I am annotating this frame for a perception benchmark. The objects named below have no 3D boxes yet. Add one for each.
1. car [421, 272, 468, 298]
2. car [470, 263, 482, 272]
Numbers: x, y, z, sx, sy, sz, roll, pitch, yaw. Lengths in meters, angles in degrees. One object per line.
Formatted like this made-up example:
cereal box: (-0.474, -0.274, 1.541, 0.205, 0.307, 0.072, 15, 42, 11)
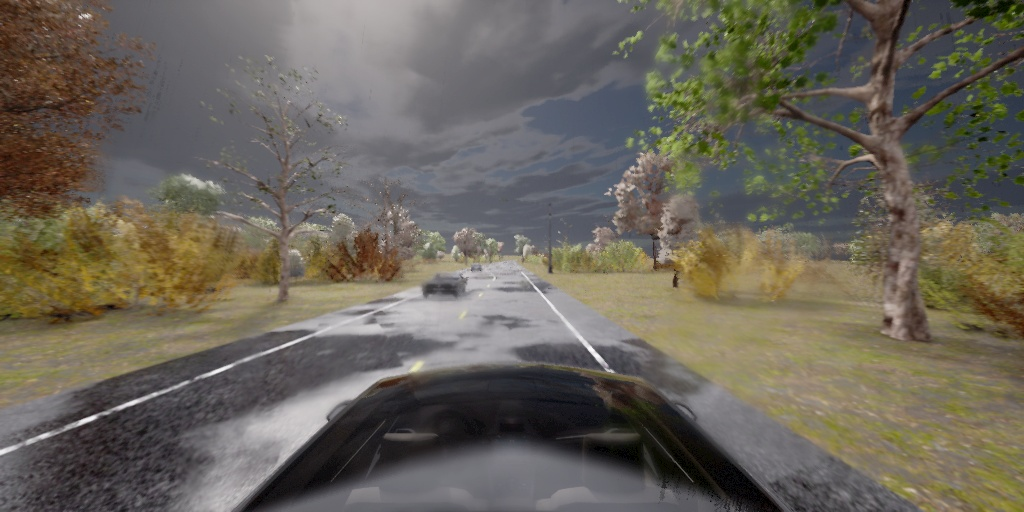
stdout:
car: (-3.637, 1.562, 20.009, 1.895, 1.301, 4.718, 0, -1, 0)
car: (-6.118, 1.883, 61.661, 2.128, 1.511, 4.902, 0, -1, -6)
